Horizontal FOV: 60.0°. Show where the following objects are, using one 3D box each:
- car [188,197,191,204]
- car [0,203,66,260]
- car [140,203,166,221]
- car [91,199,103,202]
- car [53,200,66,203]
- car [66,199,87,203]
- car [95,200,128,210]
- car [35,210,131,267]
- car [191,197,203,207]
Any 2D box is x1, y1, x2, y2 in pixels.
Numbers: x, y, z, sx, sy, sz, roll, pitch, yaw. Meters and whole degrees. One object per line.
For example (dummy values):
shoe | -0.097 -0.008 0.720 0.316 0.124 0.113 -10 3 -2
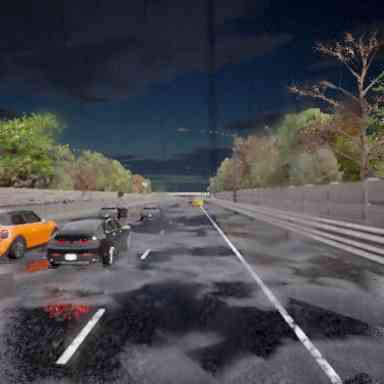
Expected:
car | -0.033 2.375 84.401 1.895 1.301 4.718 0 -1 0
car | -6.908 1.461 12.960 2.097 1.767 4.553 0 -1 0
car | -3.412 1.749 29.708 2.128 1.511 4.902 0 -1 0
car | -17.535 2.063 62.244 1.837 1.490 4.892 0 0 0
car | -24.528 2.112 61.981 1.994 1.385 4.181 0 0 0
car | -21.034 2.058 62.168 2.128 1.511 4.902 0 0 0
car | -6.912 1.749 29.700 2.128 1.511 4.902 0 -1 0
car | -3.407 1.603 11.779 1.837 1.490 4.892 0 0 0
car | 1.199 2.072 65.604 1.882 1.535 5.008 0 -1 0
